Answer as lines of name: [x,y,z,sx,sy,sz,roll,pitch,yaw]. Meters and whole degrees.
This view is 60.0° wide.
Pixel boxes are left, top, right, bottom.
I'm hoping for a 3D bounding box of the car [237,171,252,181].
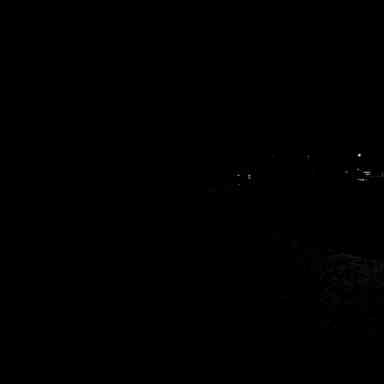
car: [8.582,-2.675,53.897,2.097,1.767,4.553,1,4,14]
